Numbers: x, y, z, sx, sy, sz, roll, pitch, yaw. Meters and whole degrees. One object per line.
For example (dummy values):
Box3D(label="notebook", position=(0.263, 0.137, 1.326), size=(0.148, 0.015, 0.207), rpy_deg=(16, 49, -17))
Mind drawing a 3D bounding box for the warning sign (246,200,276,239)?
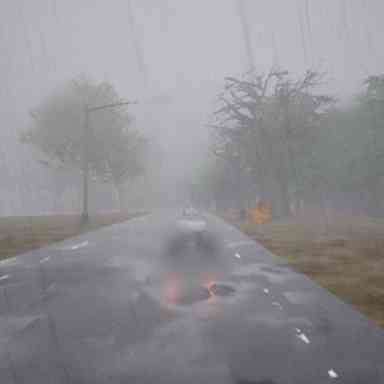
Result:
Box3D(label="warning sign", position=(3.531, 1.398, 17.151), size=(1.300, 1.860, 1.060), rpy_deg=(-2, -3, 0))

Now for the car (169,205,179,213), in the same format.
Box3D(label="car", position=(-3.475, 3.334, 65.807), size=(2.033, 1.411, 5.357), rpy_deg=(0, -3, 0))

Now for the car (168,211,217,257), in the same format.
Box3D(label="car", position=(0.033, 1.746, 13.902), size=(1.812, 1.442, 4.674), rpy_deg=(0, -1, 1))

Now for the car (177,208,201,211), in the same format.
Box3D(label="car", position=(0.032, 2.133, 28.298), size=(1.895, 1.301, 4.718), rpy_deg=(0, -1, 1))
